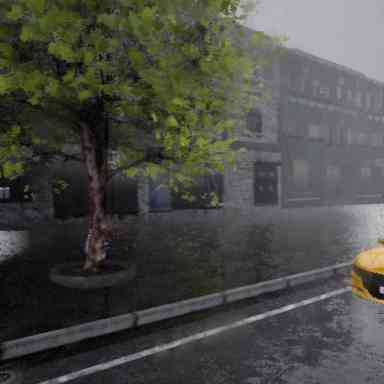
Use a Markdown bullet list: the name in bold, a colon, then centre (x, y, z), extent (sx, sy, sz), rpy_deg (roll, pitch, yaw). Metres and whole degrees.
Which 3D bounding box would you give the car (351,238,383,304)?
- **car**: centre (5.460, 1.457, 7.274), extent (5.008, 1.535, 1.882), rpy_deg (0, 0, -35)
